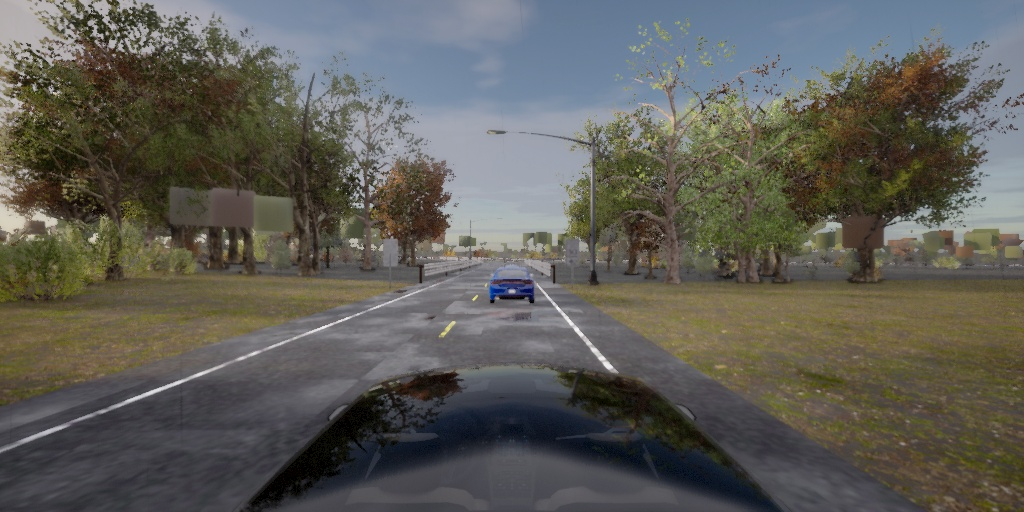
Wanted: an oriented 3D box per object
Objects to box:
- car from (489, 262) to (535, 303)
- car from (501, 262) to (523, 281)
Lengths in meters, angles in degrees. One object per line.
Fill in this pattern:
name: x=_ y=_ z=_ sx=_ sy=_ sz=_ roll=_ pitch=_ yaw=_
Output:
car: x=0.000 y=1.231 z=16.500 sx=1.882 sy=1.535 sz=5.008 roll=0 pitch=0 yaw=0
car: x=0.000 y=1.278 z=31.501 sx=1.812 sy=1.442 sz=4.674 roll=0 pitch=0 yaw=0
